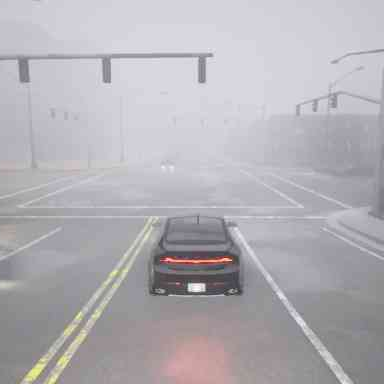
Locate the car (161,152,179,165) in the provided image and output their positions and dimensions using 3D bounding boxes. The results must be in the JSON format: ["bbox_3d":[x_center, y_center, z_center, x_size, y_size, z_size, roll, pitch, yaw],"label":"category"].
[{"bbox_3d":[-3.580,-4.895,50.685,2.033,1.411,5.357,0,9,0],"label":"car"}]

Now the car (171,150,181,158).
[{"bbox_3d":[-3.477,-8.093,70.992,1.882,1.535,5.008,0,9,0],"label":"car"}]

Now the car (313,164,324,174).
[{"bbox_3d":[15.432,-2.668,36.322,4.181,1.385,1.994,0,9,0],"label":"car"}]

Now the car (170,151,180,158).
[{"bbox_3d":[-3.548,-6.653,60.815,2.097,1.767,4.553,0,9,0],"label":"car"}]

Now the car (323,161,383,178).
[{"bbox_3d":[16.361,-2.151,32.856,5.357,1.411,2.033,0,9,1],"label":"car"}]

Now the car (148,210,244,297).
[{"bbox_3d":[0.074,1.200,8.020,1.837,1.490,4.892,0,4,0],"label":"car"}]
